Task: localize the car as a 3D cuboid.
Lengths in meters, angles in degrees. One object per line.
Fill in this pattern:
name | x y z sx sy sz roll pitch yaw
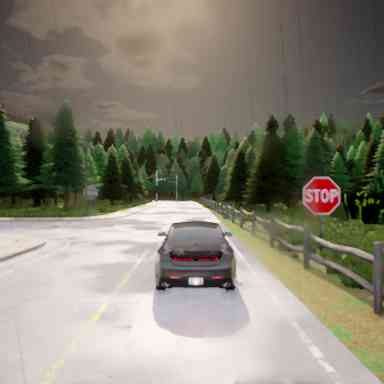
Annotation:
car | 0.085 1.546 9.144 1.837 1.490 4.892 0 0 0
